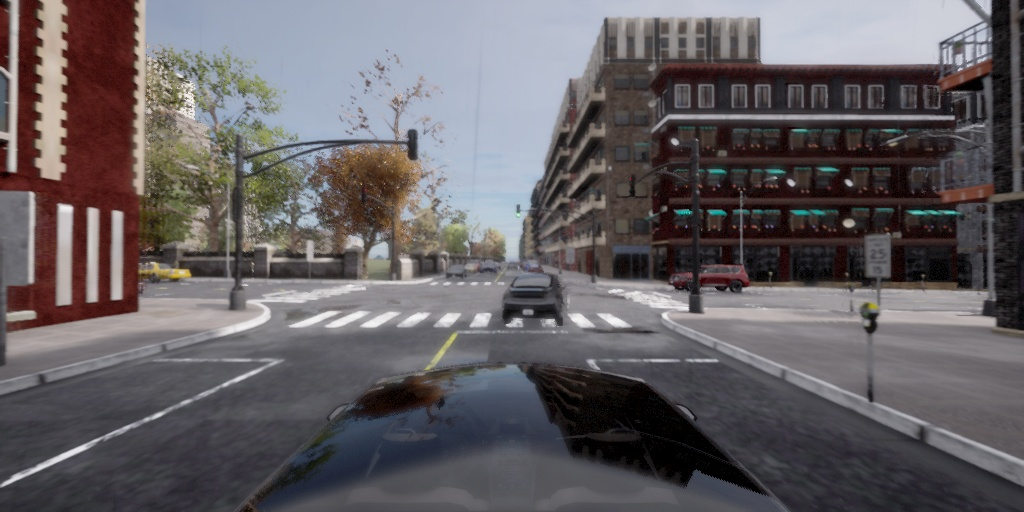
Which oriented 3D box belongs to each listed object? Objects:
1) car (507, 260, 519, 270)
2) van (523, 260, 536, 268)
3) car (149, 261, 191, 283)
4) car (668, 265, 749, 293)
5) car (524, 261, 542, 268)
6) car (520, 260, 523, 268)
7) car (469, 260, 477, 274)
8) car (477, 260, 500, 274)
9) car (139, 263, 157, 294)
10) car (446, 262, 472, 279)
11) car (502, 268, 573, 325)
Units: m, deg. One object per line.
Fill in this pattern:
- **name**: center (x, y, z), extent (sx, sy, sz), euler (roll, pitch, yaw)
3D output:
- **car**: center (0.088, 1.766, 65.283), extent (2.128, 1.511, 4.902), euler (0, -1, 0)
- **van**: center (2.756, 1.463, 48.235), extent (1.690, 1.789, 3.998), euler (0, 0, 0)
- **car**: center (-24.711, 1.053, 24.311), extent (4.829, 1.417, 1.751), euler (0, 0, 0)
- **car**: center (13.482, 1.524, 24.617), extent (5.009, 1.841, 2.192), euler (0, 0, 0)
- **car**: center (2.748, 1.620, 42.604), extent (1.888, 1.381, 4.507), euler (0, 0, 0)
- **car**: center (2.771, 1.661, 59.494), extent (1.967, 1.591, 4.097), euler (0, 0, 0)
- **car**: center (-5.625, 1.649, 48.077), extent (1.751, 1.417, 4.829), euler (0, 0, 0)
- **car**: center (-3.021, 1.473, 47.944), extent (2.097, 1.767, 4.553), euler (0, -1, 0)
- **car**: center (-18.942, 1.115, 15.977), extent (4.207, 1.307, 1.802), euler (0, 0, 0)
- **car**: center (-5.640, 1.594, 36.986), extent (1.948, 1.339, 4.313), euler (0, 0, 0)
- **car**: center (0.954, 1.336, 12.363), extent (1.837, 1.490, 4.892), euler (-1, 0, 12)
